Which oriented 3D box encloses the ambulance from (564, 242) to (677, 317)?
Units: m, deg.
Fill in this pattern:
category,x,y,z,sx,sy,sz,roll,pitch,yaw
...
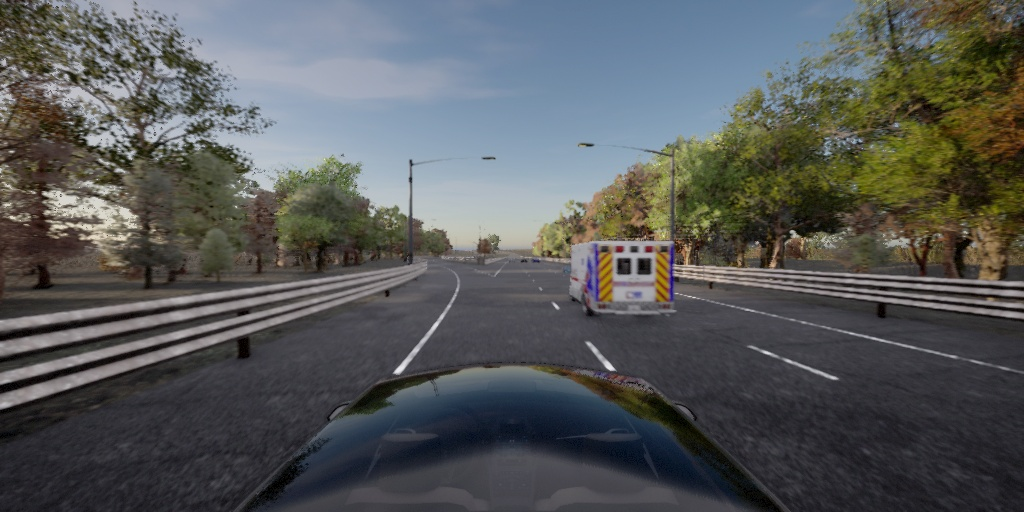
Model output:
category,x,y,z,sx,sy,sz,roll,pitch,yaw
ambulance,3.502,0.803,13.163,2.351,2.431,6.366,0,0,0
